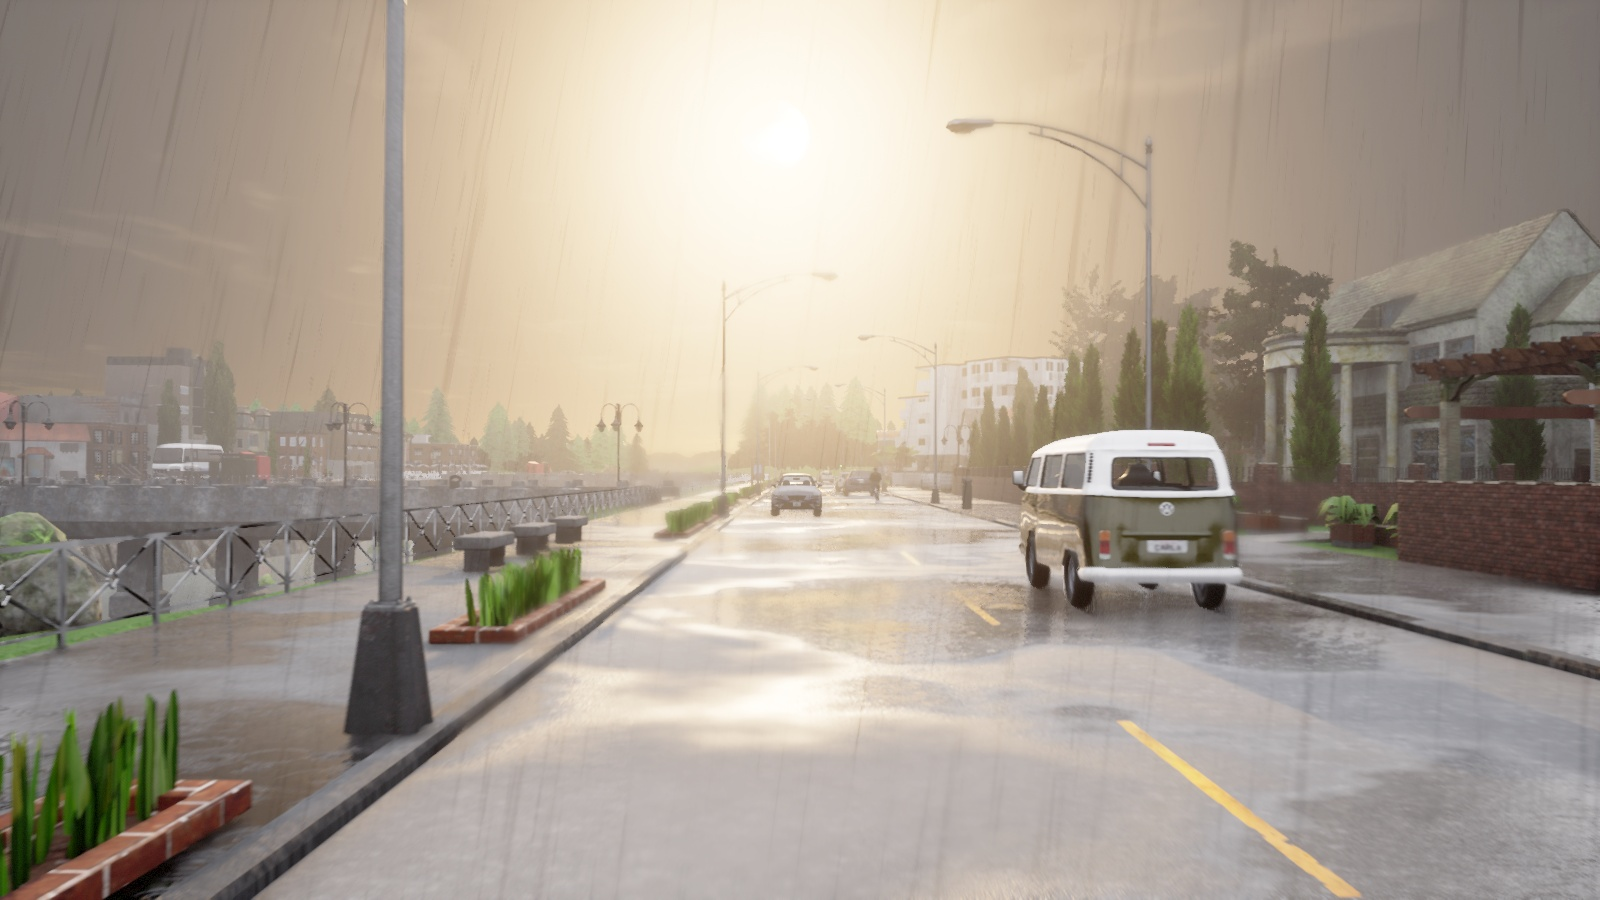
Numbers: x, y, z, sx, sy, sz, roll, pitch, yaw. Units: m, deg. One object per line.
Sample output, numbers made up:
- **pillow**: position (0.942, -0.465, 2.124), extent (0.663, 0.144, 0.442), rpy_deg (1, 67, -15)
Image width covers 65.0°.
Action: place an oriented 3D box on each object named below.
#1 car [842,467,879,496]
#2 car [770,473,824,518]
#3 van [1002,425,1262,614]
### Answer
- **car**: position (3.812, 1.994, 79.791), extent (2.097, 1.767, 4.553), rpy_deg (0, -1, 0)
- **car**: position (-0.104, 1.572, 44.411), extent (1.816, 1.474, 4.193), rpy_deg (0, -1, 0)
- **van**: position (3.962, 0.788, 15.853), extent (2.069, 2.038, 4.480), rpy_deg (0, -1, 0)
